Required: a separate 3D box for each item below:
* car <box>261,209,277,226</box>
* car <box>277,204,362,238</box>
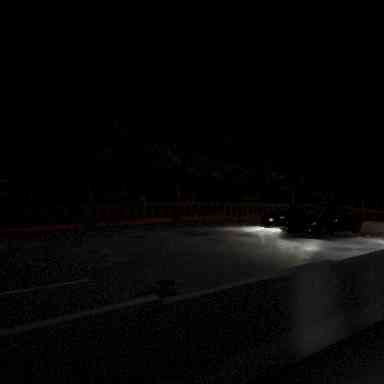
[{"bbox_3d":[6.461,1.542,21.508,4.181,1.385,1.994,1,-1,-36],"label":"car"},{"bbox_3d":[7.041,1.435,17.621,5.008,1.535,1.882,0,0,-36],"label":"car"}]
